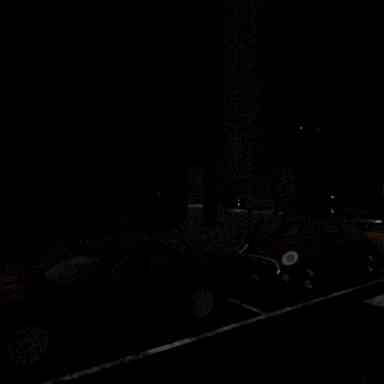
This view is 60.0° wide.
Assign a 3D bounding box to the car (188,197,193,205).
[{"bbox_3d":[-1.732,0.906,44.697,1.812,1.442,4.674,0,1,-36],"label":"car"}]

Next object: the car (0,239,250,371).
[{"bbox_3d":[-1.345,1.552,5.690,4.507,1.381,1.887,0,0,-36],"label":"car"}]

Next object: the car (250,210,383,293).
[{"bbox_3d":[3.097,1.466,8.861,4.097,1.590,1.967,0,0,-36],"label":"car"}]

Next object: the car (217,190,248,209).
[{"bbox_3d":[4.069,0.791,36.588,2.150,2.045,5.566,0,1,-35],"label":"car"}]

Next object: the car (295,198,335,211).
[{"bbox_3d":[9.804,1.252,28.582,2.128,1.511,4.902,0,1,-36],"label":"car"}]
